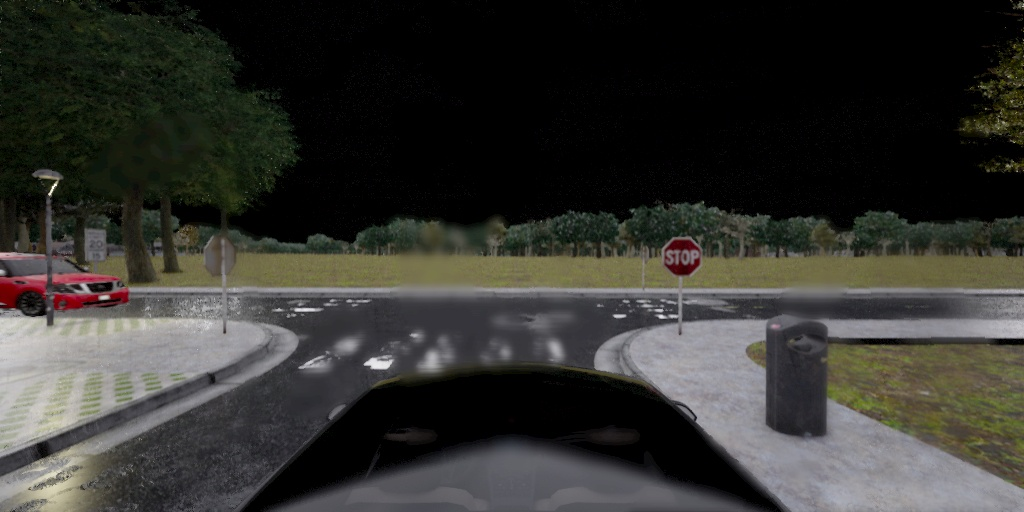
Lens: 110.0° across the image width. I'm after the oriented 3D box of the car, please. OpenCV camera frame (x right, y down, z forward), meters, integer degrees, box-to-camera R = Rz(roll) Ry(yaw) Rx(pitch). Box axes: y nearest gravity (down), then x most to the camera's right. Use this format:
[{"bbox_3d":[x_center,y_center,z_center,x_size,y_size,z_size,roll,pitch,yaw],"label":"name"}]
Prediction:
[{"bbox_3d":[-16.336,0.937,11.955,5.566,2.045,2.150,2,1,0],"label":"car"}]
